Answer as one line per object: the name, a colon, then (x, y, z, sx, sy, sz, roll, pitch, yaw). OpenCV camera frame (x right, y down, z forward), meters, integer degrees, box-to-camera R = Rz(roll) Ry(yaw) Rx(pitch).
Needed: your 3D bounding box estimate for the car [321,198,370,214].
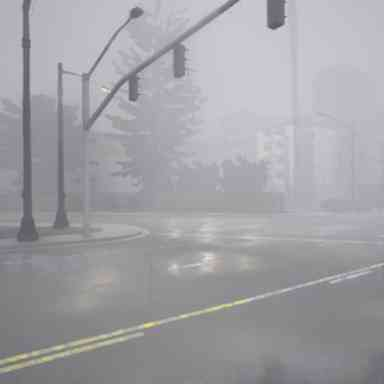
car: (15.931, 1.442, 34.738, 1.837, 1.490, 4.892, -1, 3, -35)
